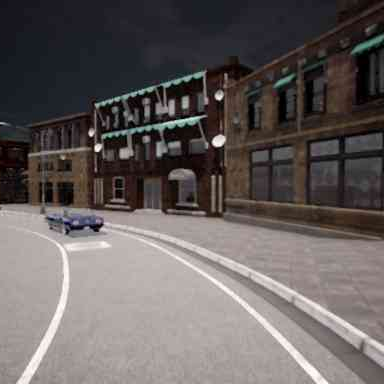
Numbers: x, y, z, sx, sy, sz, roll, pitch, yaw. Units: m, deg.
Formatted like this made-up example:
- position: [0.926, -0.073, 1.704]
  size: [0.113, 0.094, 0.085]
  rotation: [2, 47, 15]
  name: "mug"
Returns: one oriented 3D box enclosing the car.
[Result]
- position: [-6.775, 1.575, 18.808]
  size: [1.895, 1.301, 4.718]
  rotation: [-1, 1, -38]
  name: "car"
